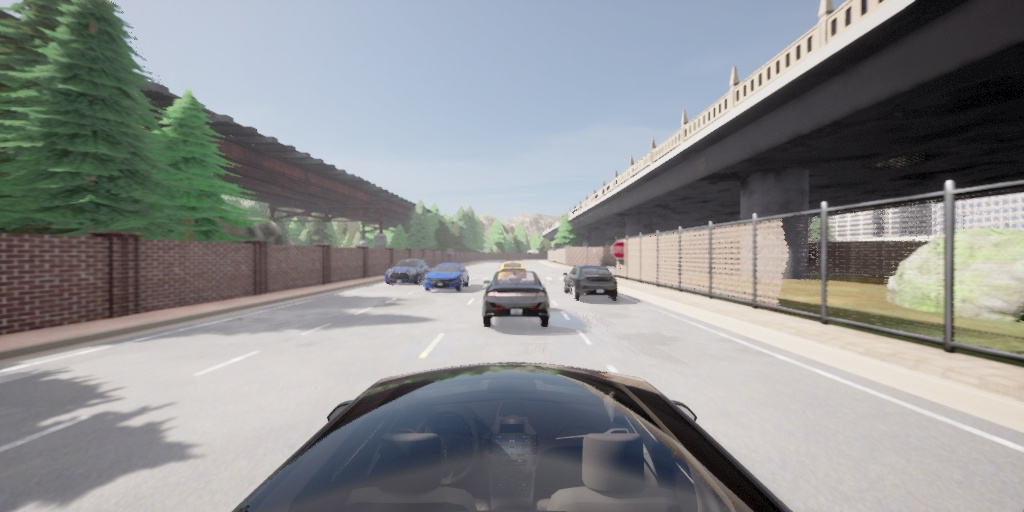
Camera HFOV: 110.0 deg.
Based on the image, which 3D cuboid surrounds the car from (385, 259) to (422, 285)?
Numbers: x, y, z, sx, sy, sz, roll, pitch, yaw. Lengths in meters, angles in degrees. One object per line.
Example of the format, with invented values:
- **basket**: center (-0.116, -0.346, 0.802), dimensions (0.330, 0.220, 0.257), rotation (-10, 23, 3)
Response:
- **car**: center (-7.031, 0.996, 24.607), dimensions (2.097, 1.767, 4.553), rotation (0, 0, 0)

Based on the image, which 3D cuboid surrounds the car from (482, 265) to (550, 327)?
- **car**: center (0.102, 1.193, 11.374), dimensions (2.128, 1.511, 4.902), rotation (0, 0, 0)

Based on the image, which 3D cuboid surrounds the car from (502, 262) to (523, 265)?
- **car**: center (0.079, 1.120, 25.034), dimensions (1.882, 1.535, 5.008), rotation (0, 0, 1)

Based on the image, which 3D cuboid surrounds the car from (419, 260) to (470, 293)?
- **car**: center (-3.565, 1.142, 20.369), dimensions (1.882, 1.535, 5.008), rotation (0, 0, 0)

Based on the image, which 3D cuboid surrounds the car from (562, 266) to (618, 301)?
- **car**: center (3.596, 1.184, 16.992), dimensions (1.837, 1.490, 4.892), rotation (0, 0, 0)
